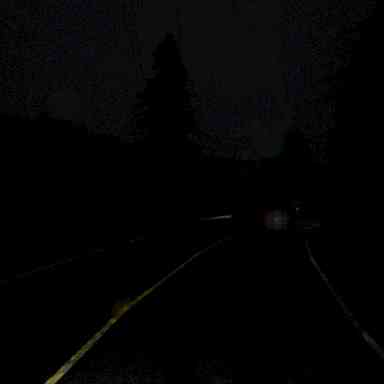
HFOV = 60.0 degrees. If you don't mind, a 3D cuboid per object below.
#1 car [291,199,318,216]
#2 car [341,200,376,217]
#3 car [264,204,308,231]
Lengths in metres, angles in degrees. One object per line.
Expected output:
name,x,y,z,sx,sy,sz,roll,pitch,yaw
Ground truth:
car,11.435,1.649,35.209,4.553,1.767,2.097,1,0,-44
car,18.183,1.689,36.275,4.553,1.767,2.097,1,0,-40
car,6.227,1.748,22.282,1.994,1.385,4.181,0,0,28
